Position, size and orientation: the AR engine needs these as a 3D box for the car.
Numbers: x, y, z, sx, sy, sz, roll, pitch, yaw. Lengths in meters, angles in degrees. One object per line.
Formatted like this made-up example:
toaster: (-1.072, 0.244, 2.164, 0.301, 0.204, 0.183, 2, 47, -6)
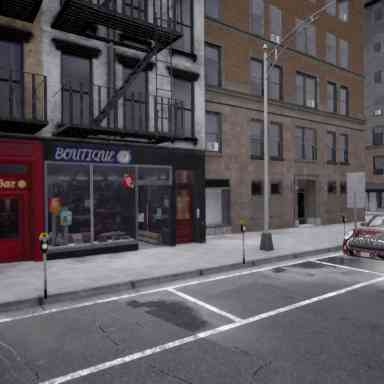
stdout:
car: (7.051, 1.441, 11.606, 4.097, 1.590, 1.967, 0, -1, -36)
